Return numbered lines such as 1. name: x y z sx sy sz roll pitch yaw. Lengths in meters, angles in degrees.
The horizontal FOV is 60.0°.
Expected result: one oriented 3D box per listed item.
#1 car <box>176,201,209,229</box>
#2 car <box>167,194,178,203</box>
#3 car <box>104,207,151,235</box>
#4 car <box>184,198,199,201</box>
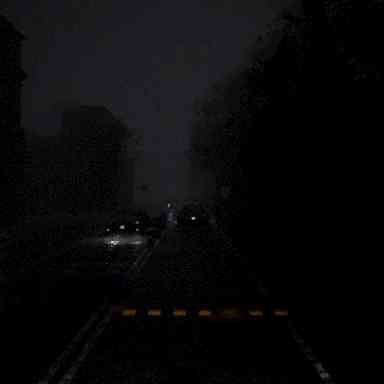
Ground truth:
1. car: 0.067 1.493 21.333 1.994 1.385 4.181 0 0 0
2. car: -3.579 1.193 60.960 2.128 1.511 4.902 0 0 0
3. car: -3.375 1.512 18.144 1.994 1.385 4.181 0 0 0
4. car: -0.033 1.425 42.378 1.895 1.301 4.718 0 0 0
